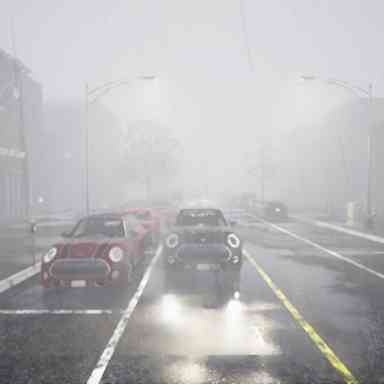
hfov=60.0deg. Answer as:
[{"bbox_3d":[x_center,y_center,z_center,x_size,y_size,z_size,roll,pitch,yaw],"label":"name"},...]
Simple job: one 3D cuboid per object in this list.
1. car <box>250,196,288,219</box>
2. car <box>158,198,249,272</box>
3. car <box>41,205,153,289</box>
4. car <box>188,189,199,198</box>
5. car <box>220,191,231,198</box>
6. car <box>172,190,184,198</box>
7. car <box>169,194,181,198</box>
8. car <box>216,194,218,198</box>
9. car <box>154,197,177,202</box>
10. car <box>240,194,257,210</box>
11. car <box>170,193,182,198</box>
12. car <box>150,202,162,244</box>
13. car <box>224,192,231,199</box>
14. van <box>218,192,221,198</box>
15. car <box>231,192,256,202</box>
[{"bbox_3d":[6.033,1.265,25.473,1.947,1.339,4.313,-1,1,0],"label":"car"},{"bbox_3d":[0.253,1.227,10.427,2.097,1.767,4.553,0,1,-1],"label":"car"},{"bbox_3d":[-2.340,1.334,8.822,1.967,1.590,4.097,-1,1,0],"label":"car"},{"bbox_3d":[0.323,0.401,69.405,2.150,2.045,5.566,0,0,0],"label":"car"},{"bbox_3d":[6.019,0.894,53.382,1.752,1.417,4.829,-1,1,0],"label":"car"},{"bbox_3d":[-2.363,0.685,53.204,2.192,1.841,5.009,-1,1,0],"label":"car"},{"bbox_3d":[-2.351,1.183,31.014,2.008,1.369,4.403,-1,1,0],"label":"car"},{"bbox_3d":[6.011,0.697,70.027,1.752,1.417,4.829,-1,1,0],"label":"car"},{"bbox_3d":[-2.347,1.280,25.467,1.802,1.307,4.206,-1,1,0],"label":"car"},{"bbox_3d":[6.031,1.157,31.190,1.752,1.417,4.829,-1,1,0],"label":"car"},{"bbox_3d":[-2.353,1.149,36.563,1.802,1.307,4.206,-1,1,0],"label":"car"},{"bbox_3d":[-2.342,1.373,14.371,1.887,1.381,4.507,-1,1,0],"label":"car"},{"bbox_3d":[6.022,1.019,47.665,1.802,1.307,4.206,-1,1,0],"label":"car"},{"bbox_3d":[6.014,0.646,58.758,1.690,1.788,3.998,-1,1,0],"label":"van"},{"bbox_3d":[6.025,0.883,36.567,2.192,1.841,5.009,-1,1,0],"label":"car"}]
